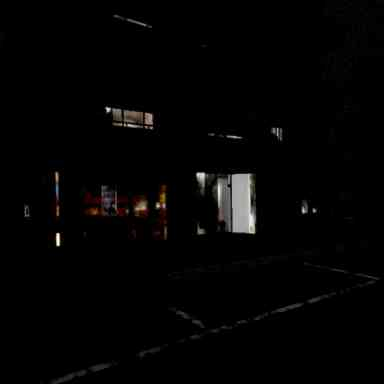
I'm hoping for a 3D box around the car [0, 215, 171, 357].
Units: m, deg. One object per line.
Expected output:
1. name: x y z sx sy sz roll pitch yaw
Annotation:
1. car: -2.659 1.314 4.680 5.009 1.841 2.192 0 -1 -35
